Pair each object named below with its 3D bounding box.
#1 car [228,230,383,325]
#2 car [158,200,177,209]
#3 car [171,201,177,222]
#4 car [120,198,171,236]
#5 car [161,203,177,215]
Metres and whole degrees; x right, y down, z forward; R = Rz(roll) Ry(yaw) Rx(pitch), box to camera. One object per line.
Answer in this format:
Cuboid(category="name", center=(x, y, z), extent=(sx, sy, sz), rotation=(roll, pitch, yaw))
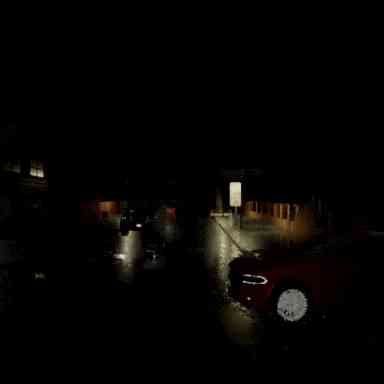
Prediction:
Cuboid(category="car", center=(3.222, 1.524, 6.720), extent=(5.008, 1.535, 1.882), rotation=(1, -2, -5))
Cuboid(category="car", center=(-4.593, 2.337, 61.708), extent=(1.882, 1.535, 5.008), rotation=(1, -2, -26))
Cuboid(category="car", center=(-2.694, 1.658, 29.862), extent=(2.097, 1.767, 4.553), rotation=(0, -1, 0))
Cuboid(category="car", center=(-2.716, 1.403, 19.879), extent=(2.150, 2.045, 5.566), rotation=(0, -1, 0))
Cuboid(category="car", center=(-2.773, 2.074, 41.009), extent=(1.895, 1.301, 4.718), rotation=(0, -1, -2))
